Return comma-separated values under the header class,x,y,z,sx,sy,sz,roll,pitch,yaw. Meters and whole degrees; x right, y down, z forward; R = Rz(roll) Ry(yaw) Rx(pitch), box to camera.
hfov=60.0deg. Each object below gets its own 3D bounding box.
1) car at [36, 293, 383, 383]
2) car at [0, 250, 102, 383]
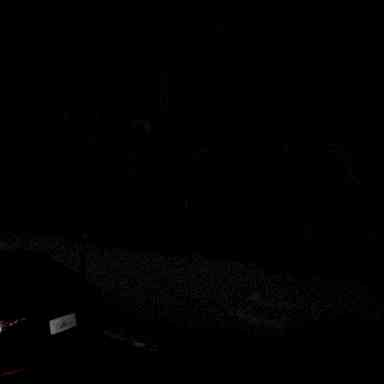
class,x,y,z,sx,sy,sz,roll,pitch,yaw
car,1.204,1.566,1.949,4.313,1.339,1.947,0,0,36
car,-3.194,1.578,5.105,4.313,1.339,1.947,0,0,36
